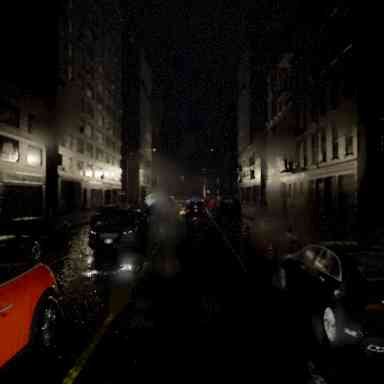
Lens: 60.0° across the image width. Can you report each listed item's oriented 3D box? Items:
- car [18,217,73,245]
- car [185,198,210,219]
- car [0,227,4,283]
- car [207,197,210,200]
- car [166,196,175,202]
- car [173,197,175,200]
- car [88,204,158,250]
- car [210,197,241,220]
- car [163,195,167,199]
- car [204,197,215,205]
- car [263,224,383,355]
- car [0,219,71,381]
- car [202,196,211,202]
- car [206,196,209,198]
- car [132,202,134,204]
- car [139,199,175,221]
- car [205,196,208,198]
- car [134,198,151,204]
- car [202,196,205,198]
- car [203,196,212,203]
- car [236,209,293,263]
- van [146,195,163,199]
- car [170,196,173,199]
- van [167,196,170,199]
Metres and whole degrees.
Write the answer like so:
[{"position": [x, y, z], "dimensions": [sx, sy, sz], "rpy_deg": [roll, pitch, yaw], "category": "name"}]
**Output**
[{"position": [-5.660, 1.574, 11.741], "dimensions": [1.947, 1.339, 4.313], "rpy_deg": [1, 0, 0], "category": "car"}, {"position": [0.339, 1.577, 29.824], "dimensions": [2.033, 1.411, 5.357], "rpy_deg": [0, 0, 1], "category": "car"}, {"position": [-5.707, 1.547, 6.131], "dimensions": [1.887, 1.381, 4.507], "rpy_deg": [1, 0, 0], "category": "car"}, {"position": [3.104, 1.585, 39.712], "dimensions": [1.887, 1.381, 4.507], "rpy_deg": [1, 0, 0], "category": "car"}, {"position": [-5.087, 1.594, 79.050], "dimensions": [1.887, 1.381, 4.507], "rpy_deg": [1, 0, 0], "category": "car"}, {"position": [-5.134, 1.599, 73.441], "dimensions": [2.008, 1.369, 4.403], "rpy_deg": [1, 0, 0], "category": "car"}, {"position": [-2.973, 1.505, 14.426], "dimensions": [2.128, 1.511, 4.902], "rpy_deg": [0, 0, 1], "category": "car"}, {"position": [3.012, 1.346, 28.495], "dimensions": [2.192, 1.841, 5.009], "rpy_deg": [1, 0, 0], "category": "car"}, {"position": [-5.324, 1.481, 51.005], "dimensions": [1.967, 1.590, 4.097], "rpy_deg": [1, 0, 0], "category": "car"}, {"position": [3.295, 1.597, 62.149], "dimensions": [1.887, 1.381, 4.507], "rpy_deg": [1, 0, 0], "category": "car"}, {"position": [2.818, 1.560, 6.058], "dimensions": [2.008, 1.369, 4.403], "rpy_deg": [1, 0, 0], "category": "car"}, {"position": [-3.077, 1.354, 3.150], "dimensions": [2.097, 1.767, 4.553], "rpy_deg": [0, 0, 0], "category": "car"}, {"position": [3.438, 1.600, 78.977], "dimensions": [1.887, 1.381, 4.507], "rpy_deg": [1, 0, 0], "category": "car"}, {"position": [3.151, 1.626, 45.322], "dimensions": [1.802, 1.307, 4.206], "rpy_deg": [1, 0, 0], "category": "car"}, {"position": [-5.565, 1.585, 22.959], "dimensions": [1.947, 1.339, 4.313], "rpy_deg": [1, 0, 0], "category": "car"}, {"position": [-2.779, 1.573, 27.516], "dimensions": [2.033, 1.411, 5.357], "rpy_deg": [0, 0, 1], "category": "car"}, {"position": [3.247, 1.616, 56.540], "dimensions": [1.947, 1.339, 4.313], "rpy_deg": [1, 0, 0], "category": "car"}, {"position": [-5.469, 1.611, 34.176], "dimensions": [1.802, 1.307, 4.206], "rpy_deg": [1, 0, 0], "category": "car"}, {"position": [0.487, 1.520, 46.198], "dimensions": [1.882, 1.535, 5.008], "rpy_deg": [0, 0, 1], "category": "car"}, {"position": [3.390, 1.637, 73.367], "dimensions": [1.802, 1.307, 4.206], "rpy_deg": [1, 0, 0], "category": "car"}, {"position": [2.867, 1.540, 11.837], "dimensions": [1.752, 1.417, 4.829], "rpy_deg": [1, 0, 0], "category": "car"}, {"position": [-5.370, 1.379, 45.396], "dimensions": [1.690, 1.788, 3.998], "rpy_deg": [1, 0, 0], "category": "van"}, {"position": [-5.230, 1.596, 62.223], "dimensions": [2.008, 1.369, 4.403], "rpy_deg": [1, 0, 0], "category": "car"}, {"position": [-5.275, 1.385, 56.614], "dimensions": [1.690, 1.788, 3.998], "rpy_deg": [1, 0, 0], "category": "van"}]
